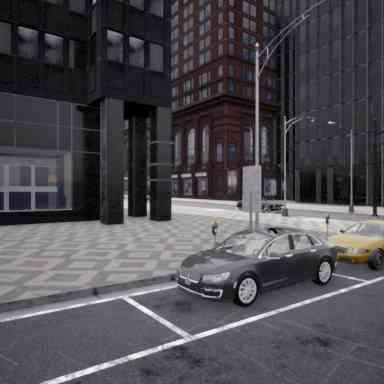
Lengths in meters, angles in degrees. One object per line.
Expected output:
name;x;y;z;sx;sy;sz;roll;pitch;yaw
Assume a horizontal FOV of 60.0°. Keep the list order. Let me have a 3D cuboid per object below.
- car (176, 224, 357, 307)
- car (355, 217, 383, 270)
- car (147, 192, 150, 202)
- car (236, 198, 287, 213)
car;1.688;1.551;7.869;4.403;1.369;2.008;0;0;-36
car;6.029;1.525;10.983;4.829;1.417;1.752;0;0;-36
car;-6.678;0.754;48.413;1.812;1.442;4.674;0;1;-36
car;6.322;1.226;30.452;1.895;1.301;4.718;0;1;-36
